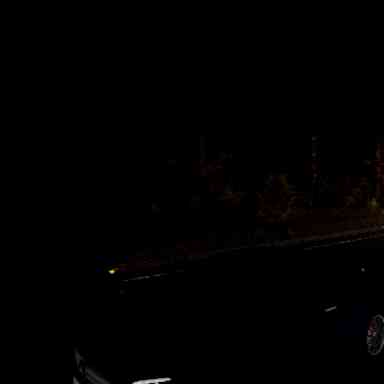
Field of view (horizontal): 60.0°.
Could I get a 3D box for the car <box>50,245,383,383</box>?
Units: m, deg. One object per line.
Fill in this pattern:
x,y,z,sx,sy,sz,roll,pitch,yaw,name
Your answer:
0.870,1.511,4.355,4.674,1.442,1.812,0,0,-36,car

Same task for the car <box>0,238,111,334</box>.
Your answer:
-3.421,1.525,5.273,4.674,1.442,1.812,0,0,-36,car
